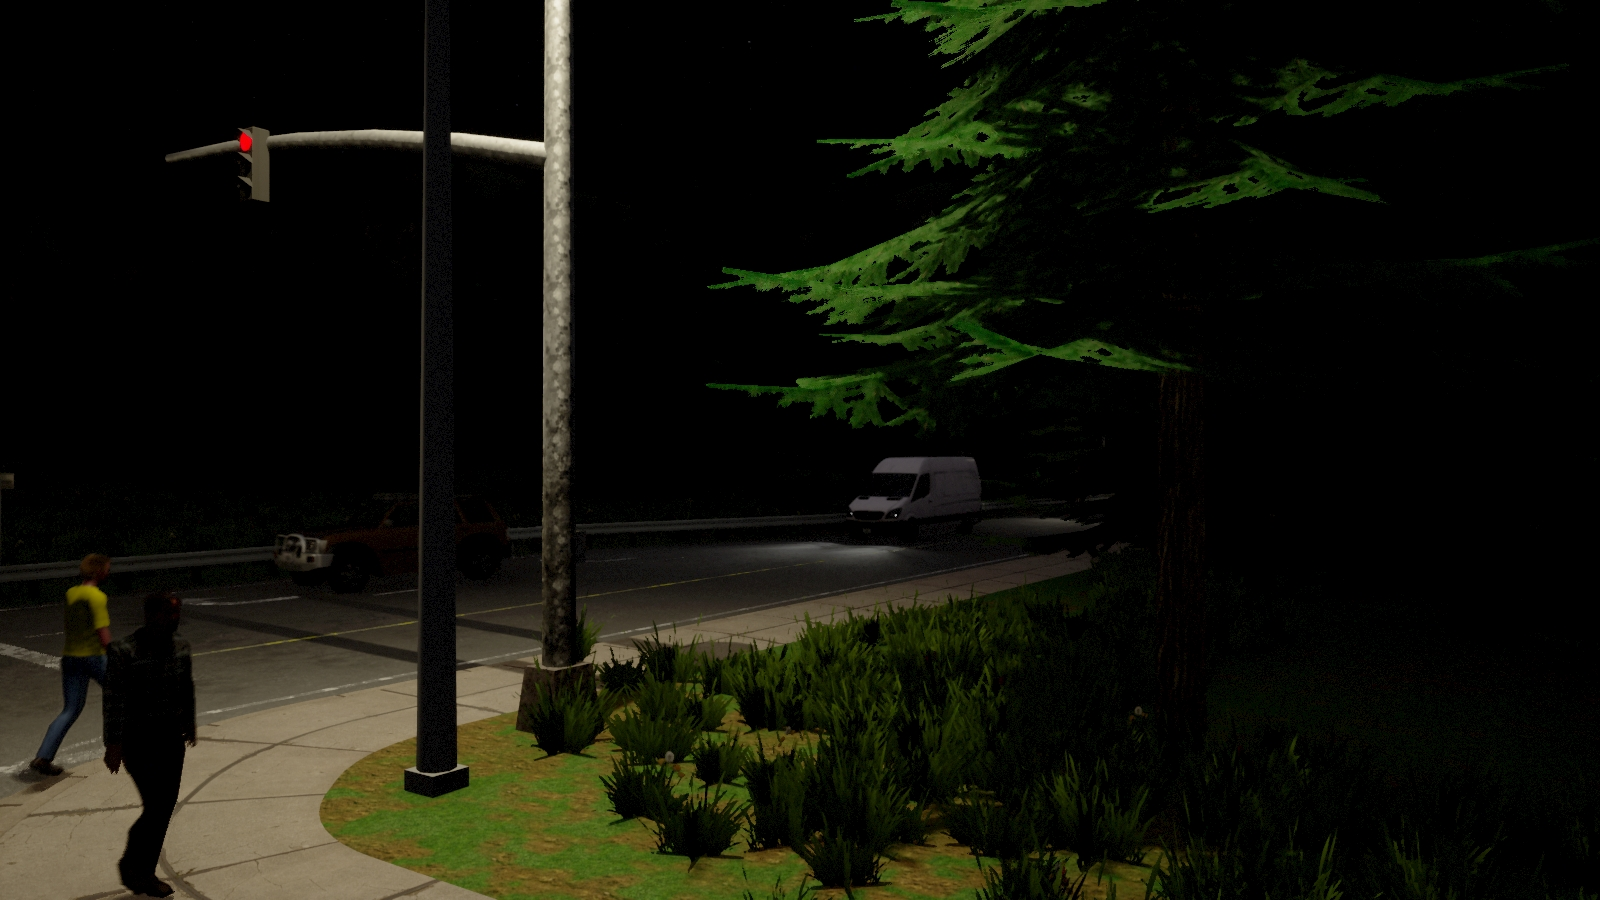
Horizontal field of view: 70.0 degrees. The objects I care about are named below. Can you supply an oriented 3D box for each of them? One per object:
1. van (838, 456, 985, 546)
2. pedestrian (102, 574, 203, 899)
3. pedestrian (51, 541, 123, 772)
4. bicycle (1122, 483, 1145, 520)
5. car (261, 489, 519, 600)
[{"bbox_3d":[3.621,1.496,35.941,1.988,2.561,5.915,0,0,35],"label":"van"},{"bbox_3d":[-3.814,1.691,6.735,0.375,1.860,0.375,0,0,28],"label":"pedestrian"},{"bbox_3d":[-6.004,1.715,9.628,0.375,1.860,0.375,0,0,27],"label":"pedestrian"},{"bbox_3d":[13.410,2.070,45.879,0.373,1.396,1.643,0,0,36],"label":"bicycle"},{"bbox_3d":[-8.292,1.823,23.440,1.932,1.855,4.605,0,0,42],"label":"car"}]
